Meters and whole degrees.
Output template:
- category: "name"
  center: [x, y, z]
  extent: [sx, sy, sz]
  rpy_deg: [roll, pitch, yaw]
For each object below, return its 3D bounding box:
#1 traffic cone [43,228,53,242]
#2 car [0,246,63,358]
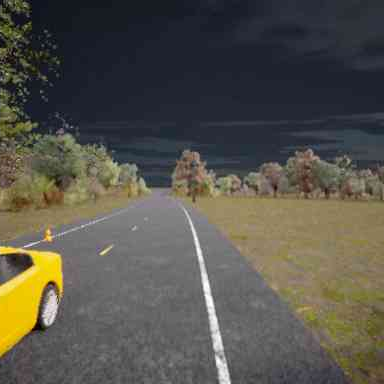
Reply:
- category: "traffic cone"
  center: [-6.443, 1.920, 14.902]
  extent: [0.340, 0.580, 0.340]
  rpy_deg: [0, 0, -1]
- category: "car"
  center: [-3.232, 1.470, 3.985]
  extent: [1.882, 1.535, 5.008]
  rpy_deg: [0, 0, -1]
